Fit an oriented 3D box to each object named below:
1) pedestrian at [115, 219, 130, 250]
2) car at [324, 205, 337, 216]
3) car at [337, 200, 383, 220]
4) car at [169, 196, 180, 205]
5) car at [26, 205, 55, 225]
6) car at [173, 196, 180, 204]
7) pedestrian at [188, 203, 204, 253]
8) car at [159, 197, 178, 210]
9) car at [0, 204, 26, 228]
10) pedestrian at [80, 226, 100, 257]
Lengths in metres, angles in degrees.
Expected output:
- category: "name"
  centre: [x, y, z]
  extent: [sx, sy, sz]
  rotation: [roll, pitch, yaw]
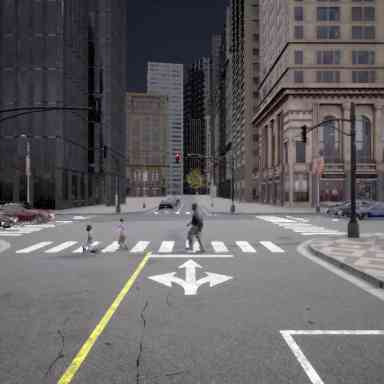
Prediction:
- category: "pedestrian"
  centre: [-2.612, 1.564, 12.738]
  extent: [0.375, 1.300, 0.375]
  rotation: [0, 0, 0]
- category: "car"
  centre: [14.513, 1.488, 30.073]
  extent: [4.902, 1.511, 2.128]
  rotation: [0, 0, -2]
- category: "car"
  centre: [14.993, 1.517, 26.777]
  extent: [5.357, 1.411, 2.033]
  rotation: [0, 0, 0]
- category: "car"
  centre: [-3.265, 1.616, 64.291]
  extent: [1.837, 1.490, 4.892]
  rotation: [0, 0, 0]
- category: "car"
  centre: [-12.247, 1.557, 23.611]
  extent: [4.674, 1.442, 1.812]
  rotation: [0, 0, -6]
- category: "car"
  centre: [-3.250, 1.571, 53.368]
  extent: [2.128, 1.511, 4.902]
  rotation: [0, 0, 0]
- category: "pedestrian"
  centre: [0.135, 1.292, 12.147]
  extent: [0.375, 1.860, 0.375]
  rotation: [0, 0, 0]
- category: "car"
  centre: [-3.211, 1.654, 42.897]
  extent: [1.895, 1.301, 4.718]
  rotation: [0, 0, 0]
- category: "car"
  centre: [-13.012, 1.511, 19.941]
  extent: [4.892, 1.490, 1.837]
  rotation: [0, 0, 0]
- category: "pedestrian"
  centre: [-3.535, 1.297, 11.540]
  extent: [0.375, 1.860, 0.375]
  rotation: [0, 0, 0]
